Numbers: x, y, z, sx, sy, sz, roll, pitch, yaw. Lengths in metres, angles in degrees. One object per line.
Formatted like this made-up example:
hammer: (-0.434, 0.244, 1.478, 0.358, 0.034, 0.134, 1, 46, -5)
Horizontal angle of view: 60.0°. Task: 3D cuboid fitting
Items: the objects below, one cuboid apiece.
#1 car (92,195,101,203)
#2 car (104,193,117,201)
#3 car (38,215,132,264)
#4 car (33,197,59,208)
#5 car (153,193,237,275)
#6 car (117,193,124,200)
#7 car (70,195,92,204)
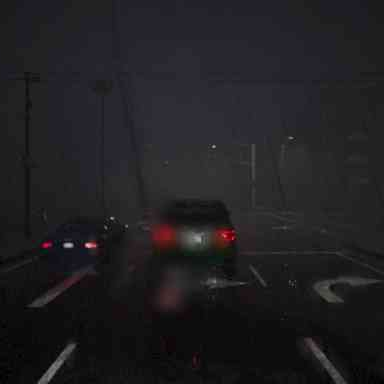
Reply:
car: (-19.771, 1.337, 66.944, 1.837, 1.490, 4.892, 0, 0, 0)
car: (-19.761, 1.324, 78.921, 1.812, 1.442, 4.674, 0, 0, 0)
car: (-3.433, 1.519, 11.705, 2.033, 1.411, 5.357, 0, 0, 0)
car: (-19.592, 1.396, 44.829, 1.837, 1.490, 4.892, 0, 0, -1)
car: (0.074, 1.198, 10.452, 2.150, 2.045, 5.566, 0, 0, 0)
car: (-19.753, 1.138, 89.074, 2.097, 1.767, 4.553, 0, 0, 0)
car: (-19.793, 1.458, 58.478, 1.895, 1.301, 4.718, 0, 0, 0)
